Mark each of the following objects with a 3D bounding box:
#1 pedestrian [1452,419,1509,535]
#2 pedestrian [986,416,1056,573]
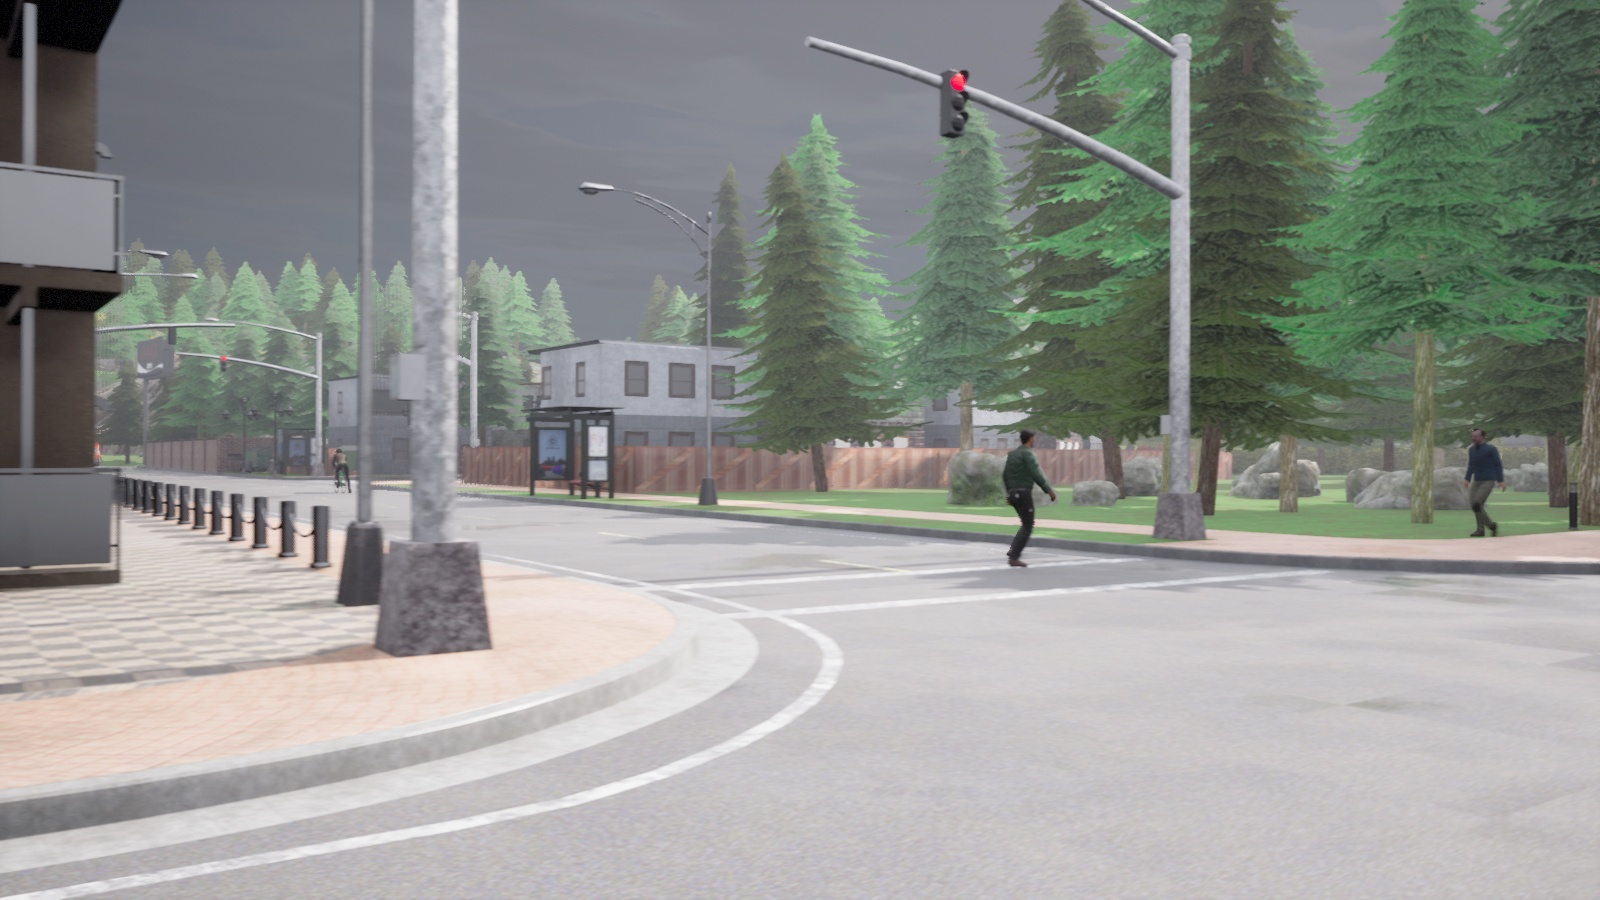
[{"bbox_3d":[10.971,0.428,20.238,0.726,1.842,0.402,0,0,-15],"label":"pedestrian"},{"bbox_3d":[2.820,0.554,16.018,0.788,1.949,0.423,0,0,-27],"label":"pedestrian"}]
